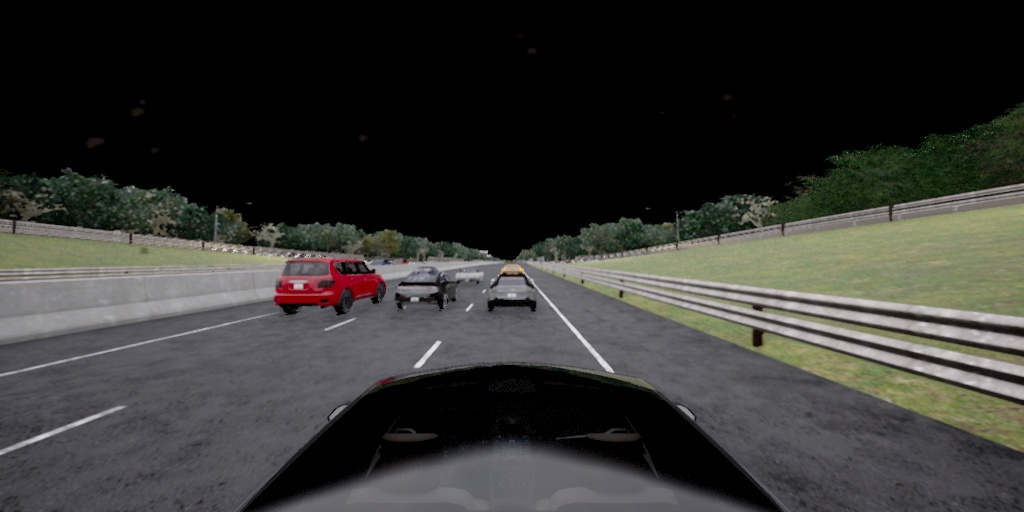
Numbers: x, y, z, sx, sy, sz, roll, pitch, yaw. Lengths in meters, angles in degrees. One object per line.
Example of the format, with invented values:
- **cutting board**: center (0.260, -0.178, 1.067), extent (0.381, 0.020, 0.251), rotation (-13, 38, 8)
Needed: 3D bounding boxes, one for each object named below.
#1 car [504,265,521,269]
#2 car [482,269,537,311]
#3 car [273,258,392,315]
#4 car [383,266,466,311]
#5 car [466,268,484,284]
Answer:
- **car**: center (0.058, 1.504, 31.065), extent (1.882, 1.535, 5.008), rotation (0, 0, 1)
- **car**: center (0.017, 1.449, 15.369), extent (1.994, 1.385, 4.181), rotation (0, 0, 1)
- **car**: center (-6.994, 1.101, 14.450), extent (2.150, 2.045, 5.566), rotation (0, 0, 0)
- **car**: center (-3.483, 1.377, 15.351), extent (2.128, 1.511, 4.902), rotation (0, 0, 1)
- **car**: center (-3.457, 1.619, 30.087), extent (1.895, 1.301, 4.718), rotation (0, -1, 1)
